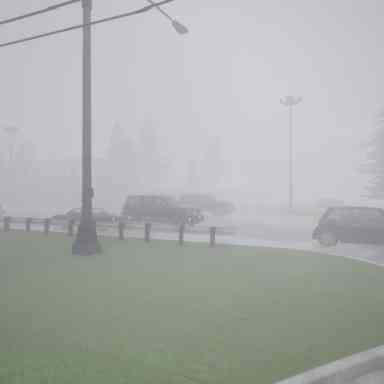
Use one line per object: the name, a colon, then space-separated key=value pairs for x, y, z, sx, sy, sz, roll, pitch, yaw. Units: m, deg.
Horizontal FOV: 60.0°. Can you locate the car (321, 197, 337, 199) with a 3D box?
car: x=19.239 y=1.489 z=46.212 sx=4.902 sy=1.511 sz=2.128 roll=0 pitch=0 yaw=-37

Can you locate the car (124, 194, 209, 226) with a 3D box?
car: x=-2.024 y=1.222 z=22.045 sx=5.566 sy=2.045 sz=2.150 roll=0 pitch=0 yaw=26

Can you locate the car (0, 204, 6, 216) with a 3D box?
car: x=-19.125 y=1.352 z=30.271 sx=4.553 sy=1.767 sz=2.097 roll=0 pitch=0 yaw=26

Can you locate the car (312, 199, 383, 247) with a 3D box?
car: x=7.371 y=1.351 z=13.642 sx=4.553 sy=1.767 sz=2.097 roll=0 pitch=0 yaw=25

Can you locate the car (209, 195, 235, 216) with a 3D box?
car: x=1.295 y=1.221 z=32.101 sx=5.566 sy=2.045 sz=2.150 roll=0 pitch=0 yaw=26

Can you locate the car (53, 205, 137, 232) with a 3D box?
car: x=-5.982 y=1.600 z=20.065 sx=4.718 sy=1.301 sz=1.895 roll=0 pitch=0 yaw=26
